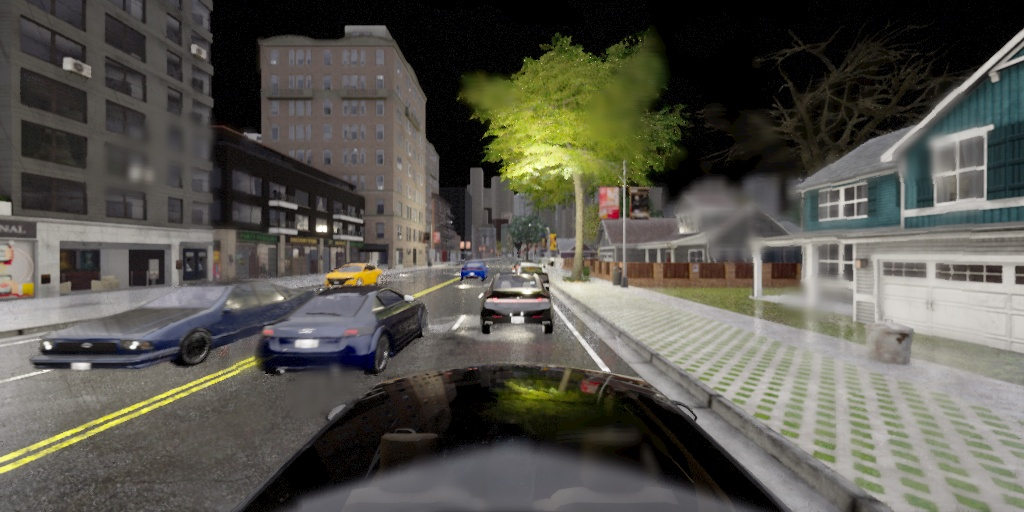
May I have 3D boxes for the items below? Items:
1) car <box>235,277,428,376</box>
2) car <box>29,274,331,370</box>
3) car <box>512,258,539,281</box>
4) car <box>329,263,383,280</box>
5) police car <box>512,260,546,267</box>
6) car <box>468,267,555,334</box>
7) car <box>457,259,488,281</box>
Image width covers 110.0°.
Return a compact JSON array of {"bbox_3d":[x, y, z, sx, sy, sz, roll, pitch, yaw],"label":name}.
[{"bbox_3d":[-3.128,1.312,7.489,1.994,1.385,4.181,0,0,0],"label":"car"},{"bbox_3d":[-6.574,1.295,8.136,2.033,1.411,5.357,0,0,0],"label":"car"},{"bbox_3d":[1.094,1.080,30.687,2.097,1.767,4.553,0,0,0],"label":"car"},{"bbox_3d":[-9.766,1.215,22.465,1.882,1.535,5.008,0,0,0],"label":"car"},{"bbox_3d":[1.053,1.164,20.827,1.930,1.638,5.238,0,0,0],"label":"police car"},{"bbox_3d":[0.135,1.238,10.578,2.128,1.511,4.902,0,0,0],"label":"car"},{"bbox_3d":[-3.035,1.207,29.652,1.882,1.535,5.008,0,0,0],"label":"car"}]
